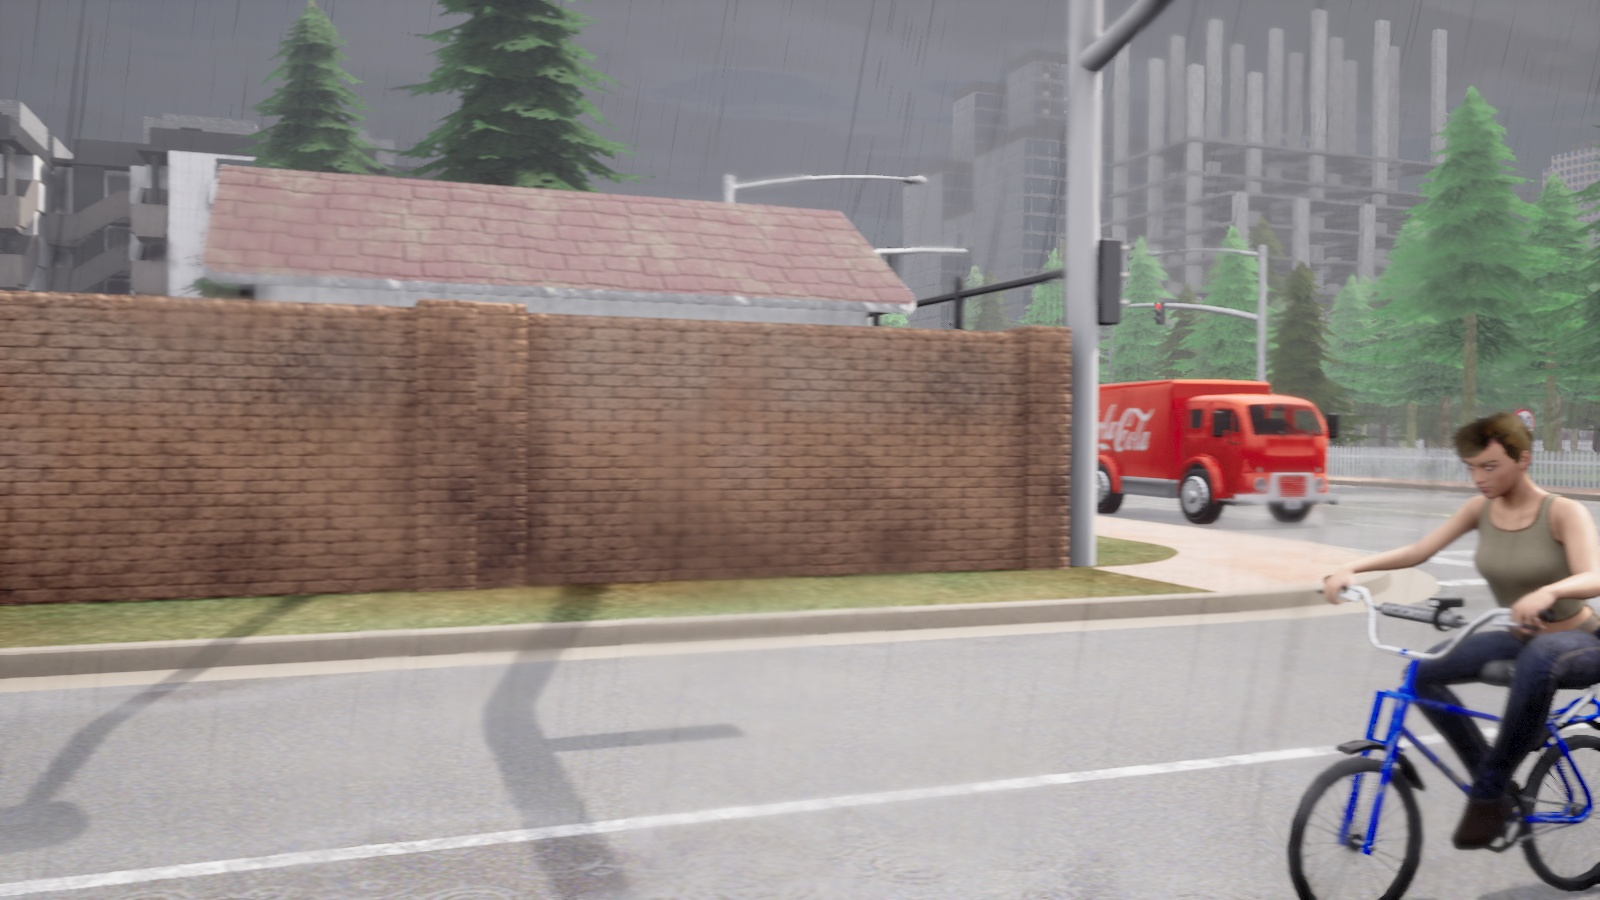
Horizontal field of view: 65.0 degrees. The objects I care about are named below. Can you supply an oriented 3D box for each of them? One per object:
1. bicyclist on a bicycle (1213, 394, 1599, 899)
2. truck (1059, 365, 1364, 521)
[{"bbox_3d":[2.254,0.636,4.089,1.509,1.612,0.866,-1,1,-21],"label":"bicyclist on a bicycle"},{"bbox_3d":[7.212,-0.166,22.769,2.627,2.467,5.204,-1,1,-19],"label":"truck"}]
